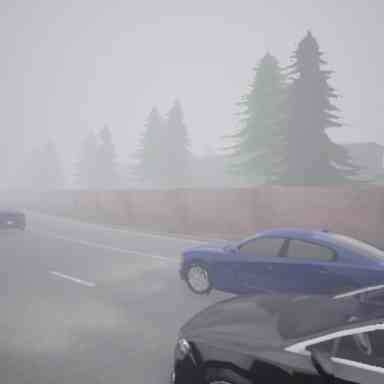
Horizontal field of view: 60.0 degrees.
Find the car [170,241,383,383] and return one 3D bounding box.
[{"bbox_3d":[2.038,1.511,2.658,4.902,1.511,2.128,0,0,35],"label":"car"}]

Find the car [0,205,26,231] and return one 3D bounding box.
[{"bbox_3d":[-11.514,1.500,19.929,1.882,1.535,5.008,0,0,-41],"label":"car"}]

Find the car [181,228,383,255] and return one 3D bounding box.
[{"bbox_3d":[1.976,1.511,7.054,5.008,1.535,1.882,0,0,37],"label":"car"}]
